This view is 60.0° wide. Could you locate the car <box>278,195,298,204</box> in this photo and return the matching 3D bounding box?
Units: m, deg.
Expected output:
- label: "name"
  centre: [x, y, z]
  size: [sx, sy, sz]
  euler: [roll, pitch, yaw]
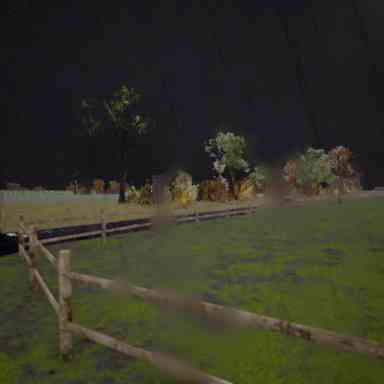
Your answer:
- label: "car"
  centre: [14.350, 1.116, 49.726]
  size: [1.994, 1.385, 4.181]
  euler: [-2, 0, 35]
